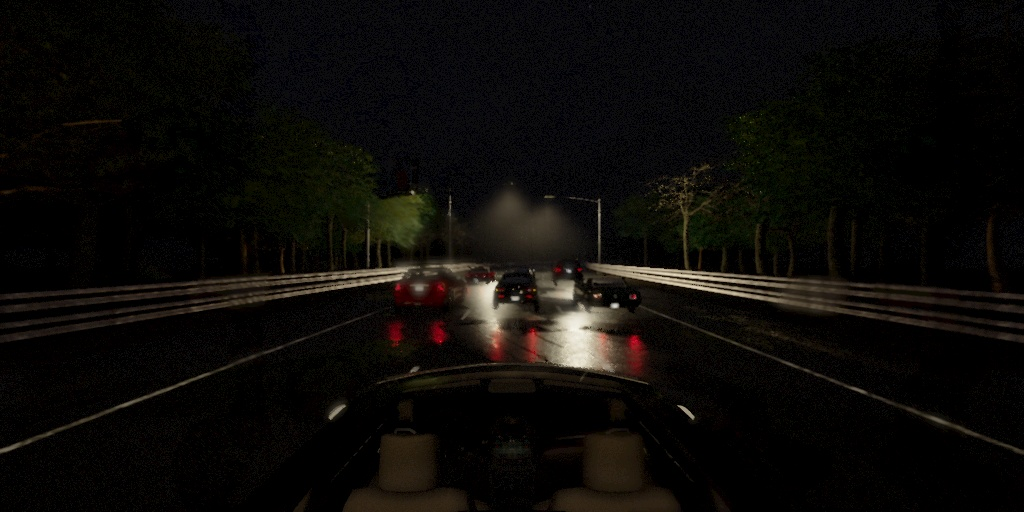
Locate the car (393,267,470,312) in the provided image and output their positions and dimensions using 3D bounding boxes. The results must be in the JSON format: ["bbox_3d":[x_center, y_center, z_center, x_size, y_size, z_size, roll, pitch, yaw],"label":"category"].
[{"bbox_3d":[-3.284,1.235,15.159,2.097,1.767,4.553,0,-1,2],"label":"car"}]

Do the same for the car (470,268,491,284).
[{"bbox_3d":[-2.555,1.634,29.907,1.895,1.301,4.718,0,-1,5],"label":"car"}]

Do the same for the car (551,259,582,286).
[{"bbox_3d":[4.375,1.247,28.789,2.150,2.045,5.566,0,0,4],"label":"car"}]

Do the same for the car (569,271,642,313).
[{"bbox_3d":[3.702,1.481,14.796,1.895,1.301,4.718,0,-1,2],"label":"car"}]

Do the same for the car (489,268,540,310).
[{"bbox_3d":[0.235,1.413,15.536,1.812,1.442,4.674,0,0,3],"label":"car"}]
